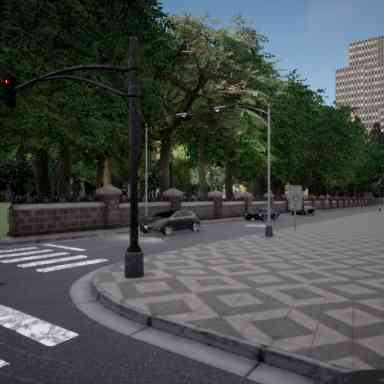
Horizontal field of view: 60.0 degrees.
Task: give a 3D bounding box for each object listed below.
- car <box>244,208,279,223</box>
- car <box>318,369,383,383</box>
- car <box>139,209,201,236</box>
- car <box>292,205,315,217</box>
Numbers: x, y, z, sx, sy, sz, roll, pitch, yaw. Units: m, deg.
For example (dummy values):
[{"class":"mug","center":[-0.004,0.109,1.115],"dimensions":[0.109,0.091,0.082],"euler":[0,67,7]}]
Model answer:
[{"class":"car","center":[6.975,2.268,33.041],"dimensions":[1.895,1.301,4.718],"euler":[0,-1,35]},{"class":"car","center":[2.518,1.551,1.167],"dimensions":[4.403,1.369,2.008],"euler":[0,0,36]},{"class":"car","center":[-1.286,1.877,21.341],"dimensions":[1.837,1.490,4.892],"euler":[0,-2,35]},{"class":"car","center":[14.729,2.428,43.937],"dimensions":[1.882,1.535,5.008],"euler":[0,-1,36]}]
